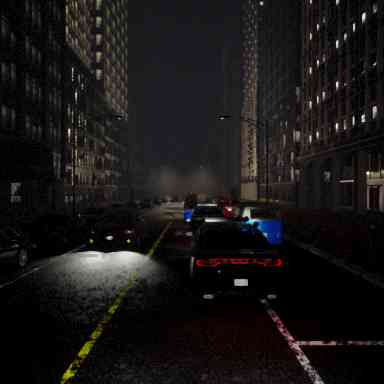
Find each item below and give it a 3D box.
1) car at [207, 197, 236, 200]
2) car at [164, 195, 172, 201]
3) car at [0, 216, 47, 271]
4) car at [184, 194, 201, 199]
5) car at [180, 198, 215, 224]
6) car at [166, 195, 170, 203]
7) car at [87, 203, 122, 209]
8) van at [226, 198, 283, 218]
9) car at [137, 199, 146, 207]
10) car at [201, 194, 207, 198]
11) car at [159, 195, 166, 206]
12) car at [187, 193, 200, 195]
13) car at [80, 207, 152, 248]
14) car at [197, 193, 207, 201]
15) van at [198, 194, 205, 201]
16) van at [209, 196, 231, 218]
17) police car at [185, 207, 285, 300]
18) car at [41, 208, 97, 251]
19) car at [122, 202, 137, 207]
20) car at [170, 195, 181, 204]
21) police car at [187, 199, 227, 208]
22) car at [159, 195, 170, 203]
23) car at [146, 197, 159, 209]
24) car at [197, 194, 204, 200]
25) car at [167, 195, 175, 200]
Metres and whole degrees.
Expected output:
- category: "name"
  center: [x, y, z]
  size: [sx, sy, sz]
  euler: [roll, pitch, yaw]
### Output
- category: "car"
  center: [2.607, 1.309, 25.486]
  size: [2.192, 1.841, 5.009]
  euler: [-1, 0, 0]
- category: "car"
  center: [-5.941, 1.504, 82.127]
  size: [1.752, 1.417, 4.829]
  euler: [-1, 0, 0]
- category: "car"
  center: [-5.720, 1.549, 8.410]
  size: [2.008, 1.369, 4.403]
  euler: [-1, 0, 0]
- category: "car"
  center: [-0.121, 1.467, 45.610]
  size: [1.882, 1.535, 5.008]
  euler: [0, 0, 0]
- category: "car"
  center: [0.572, 1.472, 24.558]
  size: [1.882, 1.535, 5.008]
  euler: [0, 0, 6]
- category: "car"
  center: [-5.890, 1.566, 65.246]
  size: [1.802, 1.307, 4.206]
  euler: [-1, 0, 0]
- category: "car"
  center: [-5.754, 1.540, 19.777]
  size: [1.887, 1.381, 4.507]
  euler: [-1, 0, 0]
- category: "van"
  center: [2.641, 1.338, 14.119]
  size: [1.690, 1.788, 3.998]
  euler: [-1, 0, 0]
- category: "car"
  center: [-5.788, 1.575, 31.145]
  size: [1.802, 1.307, 4.206]
  euler: [-1, 0, 0]
- category: "car"
  center: [2.524, 1.538, 53.904]
  size: [2.008, 1.369, 4.403]
  euler: [-1, 0, 0]
- category: "car"
  center: [-5.856, 1.538, 53.879]
  size: [2.008, 1.369, 4.403]
  euler: [-1, 0, 0]
- category: "car"
  center: [-0.175, 1.207, 59.499]
  size: [2.150, 2.045, 5.566]
  euler: [0, 0, 0]
- category: "car"
  center: [-3.142, 1.560, 14.677]
  size: [1.994, 1.385, 4.181]
  euler: [0, 0, 0]
- category: "car"
  center: [2.436, 1.293, 82.323]
  size: [2.192, 1.841, 5.009]
  euler: [-1, 0, 0]
- category: "van"
  center: [2.420, 1.317, 88.006]
  size: [1.690, 1.788, 3.998]
  euler: [-1, 0, 0]
- category: "van"
  center: [2.590, 1.334, 31.170]
  size: [1.690, 1.788, 3.998]
  euler: [-1, 0, 0]
- category: "police car"
  center: [0.877, 1.423, 8.569]
  size: [1.930, 1.638, 5.238]
  euler: [0, 0, 0]
- category: "car"
  center: [-5.737, 1.563, 14.094]
  size: [1.947, 1.339, 4.313]
  euler: [-1, 0, 0]
- category: "car"
  center: [-5.772, 1.545, 25.461]
  size: [2.008, 1.369, 4.403]
  euler: [-1, 0, 0]
- category: "car"
  center: [-3.193, 1.335, 65.639]
  size: [2.097, 1.767, 4.553]
  euler: [0, 0, 0]
- category: "police car"
  center: [0.847, 1.421, 18.570]
  size: [1.930, 1.638, 5.238]
  euler: [0, 0, 0]
- category: "car"
  center: [-5.909, 1.422, 70.929]
  size: [1.967, 1.590, 4.097]
  euler: [-1, 0, 0]
- category: "car"
  center: [-5.823, 1.541, 42.512]
  size: [2.008, 1.369, 4.403]
  euler: [-1, 0, 0]
- category: "car"
  center: [2.404, 1.414, 93.690]
  size: [1.967, 1.590, 4.097]
  euler: [-1, 0, 0]
- category: "car"
  center: [-5.976, 1.540, 93.665]
  size: [1.947, 1.339, 4.313]
  euler: [-1, 0, 0]
